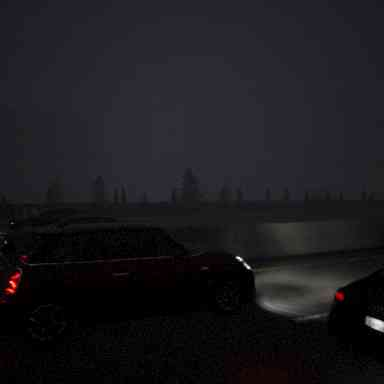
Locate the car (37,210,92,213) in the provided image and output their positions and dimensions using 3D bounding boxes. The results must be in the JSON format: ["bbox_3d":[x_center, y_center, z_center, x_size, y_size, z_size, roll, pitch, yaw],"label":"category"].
[{"bbox_3d":[-4.220,1.600,12.862,5.357,1.411,2.033,0,0,-24],"label":"car"}]

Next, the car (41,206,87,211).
[{"bbox_3d":[-7.758,1.582,18.948,4.892,1.490,1.837,0,0,-24],"label":"car"}]

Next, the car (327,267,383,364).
[{"bbox_3d":[4.080,1.587,4.863,4.181,1.385,1.994,0,0,-24],"label":"car"}]

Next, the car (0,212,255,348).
[{"bbox_3d":[-1.038,1.376,6.400,4.553,1.767,2.097,0,0,-24],"label":"car"}]
